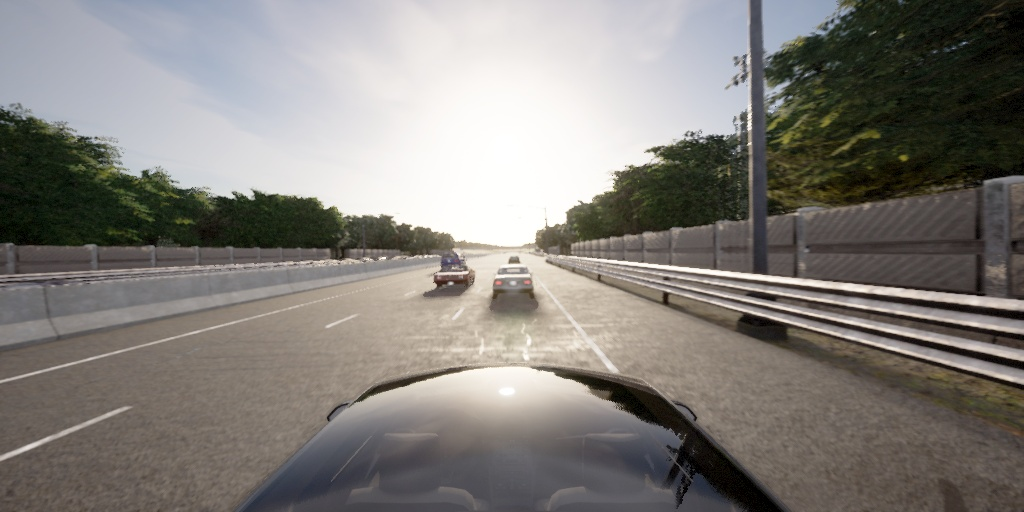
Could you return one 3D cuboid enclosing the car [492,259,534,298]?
[{"bbox_3d":[0.067,1.092,16.921,2.033,1.411,5.357,-1,1,1],"label":"car"}]

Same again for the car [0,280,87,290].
[{"bbox_3d":[-17.614,1.619,13.299,1.994,1.385,4.181,-1,1,1],"label":"car"}]

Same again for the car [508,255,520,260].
[{"bbox_3d":[0.395,0.490,61.856,1.994,1.385,4.181,-1,1,0],"label":"car"}]

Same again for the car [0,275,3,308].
[{"bbox_3d":[-24.611,1.704,14.124,1.882,1.535,5.008,-1,1,0],"label":"car"}]

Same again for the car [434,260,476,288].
[{"bbox_3d":[-3.368,1.167,21.951,1.895,1.301,4.718,-1,1,0],"label":"car"}]

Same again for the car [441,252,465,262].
[{"bbox_3d":[-6.746,0.615,41.280,2.150,2.045,5.566,-1,1,0],"label":"car"}]
